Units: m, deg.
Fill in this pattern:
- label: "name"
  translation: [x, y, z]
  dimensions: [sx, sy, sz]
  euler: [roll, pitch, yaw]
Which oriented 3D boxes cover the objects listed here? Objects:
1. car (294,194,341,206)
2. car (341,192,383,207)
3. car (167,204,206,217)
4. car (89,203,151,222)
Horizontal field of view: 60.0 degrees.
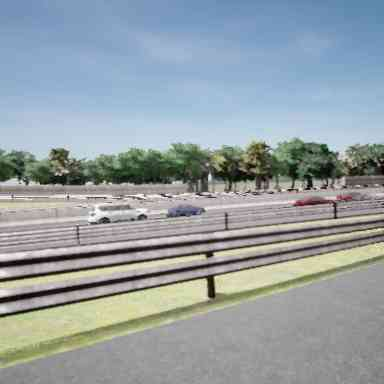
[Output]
- label: "car"
  translation: [14.070, 1.146, 37.969]
  dimensions: [5.008, 1.535, 1.882]
  euler: [-3, 2, -21]
- label: "car"
  translation: [19.300, 0.958, 36.259]
  dimensions: [4.902, 1.511, 2.128]
  euler: [-3, 2, -21]
- label: "car"
  translation: [-0.634, 1.960, 35.967]
  dimensions: [4.181, 1.385, 1.994]
  euler: [-3, 2, -21]
- label: "car"
  translation: [-6.448, 1.973, 29.927]
  dimensions: [5.566, 2.045, 2.150]
  euler: [-3, 2, -21]
